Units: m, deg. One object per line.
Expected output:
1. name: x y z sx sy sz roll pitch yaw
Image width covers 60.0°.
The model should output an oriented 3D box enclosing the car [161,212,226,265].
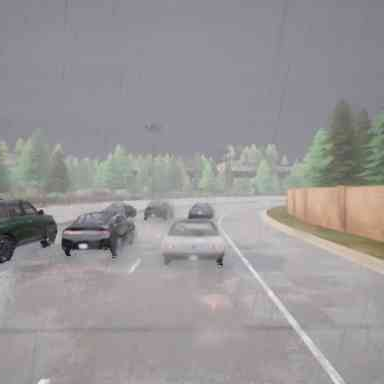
1. car: 0.064 1.620 11.816 1.895 1.301 4.718 0 0 0

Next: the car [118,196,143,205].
1. car: -11.475 1.594 62.114 2.128 1.511 4.902 0 0 24

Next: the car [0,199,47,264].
1. car: -6.933 1.243 12.069 2.150 2.045 5.566 0 0 0

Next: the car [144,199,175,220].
1. car: -2.687 1.552 28.079 1.837 1.490 4.892 0 0 7

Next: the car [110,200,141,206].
1. car: -6.132 1.610 28.590 1.994 1.385 4.181 0 0 7

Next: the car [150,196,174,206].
1. car: -5.232 1.586 58.851 2.128 1.511 4.902 0 0 24

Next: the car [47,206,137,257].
1. car: -3.422 1.512 12.963 2.128 1.511 4.902 0 0 1

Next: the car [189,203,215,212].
1. car: 0.894 1.610 28.464 1.994 1.385 4.181 0 0 7
